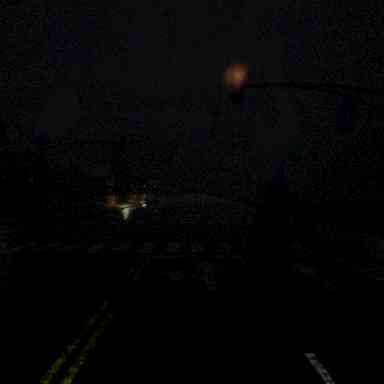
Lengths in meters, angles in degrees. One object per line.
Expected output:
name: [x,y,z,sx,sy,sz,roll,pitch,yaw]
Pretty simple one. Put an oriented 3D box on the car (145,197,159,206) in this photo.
car: [-6.418,1.500,53.707,1.882,1.535,5.008,0,1,0]
